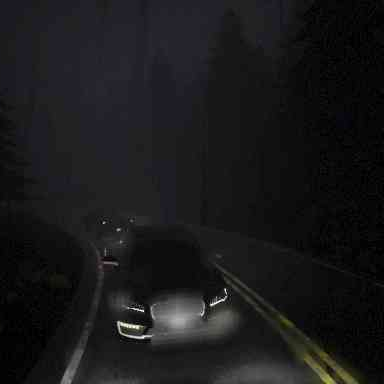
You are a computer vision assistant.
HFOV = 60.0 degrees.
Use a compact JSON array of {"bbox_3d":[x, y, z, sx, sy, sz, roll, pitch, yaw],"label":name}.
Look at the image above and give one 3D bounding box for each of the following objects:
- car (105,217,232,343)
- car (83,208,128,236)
[{"bbox_3d":[-0.650,1.495,6.838,1.837,1.490,4.892,-1,0,-11],"label":"car"},{"bbox_3d":[-4.803,1.617,18.849,1.895,1.301,4.718,-3,1,-29],"label":"car"}]
